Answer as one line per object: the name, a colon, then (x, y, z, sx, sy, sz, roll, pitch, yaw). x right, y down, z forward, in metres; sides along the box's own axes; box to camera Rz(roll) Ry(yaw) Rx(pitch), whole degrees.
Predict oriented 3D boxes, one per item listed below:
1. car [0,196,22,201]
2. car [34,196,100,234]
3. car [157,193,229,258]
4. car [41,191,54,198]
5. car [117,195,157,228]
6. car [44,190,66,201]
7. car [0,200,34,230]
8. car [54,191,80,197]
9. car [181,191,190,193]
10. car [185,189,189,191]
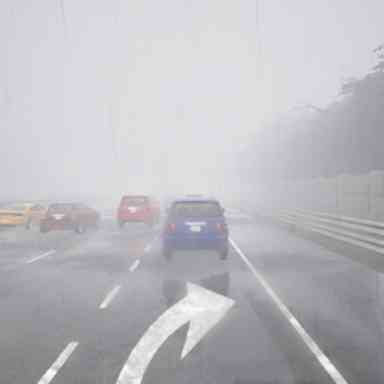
car: (-31.151, 1.332, 56.823, 1.895, 1.301, 4.718, 0, 1, 1)
car: (-6.850, 1.326, 19.177, 2.097, 1.767, 4.553, 0, 0, 0)
car: (0.125, 1.204, 12.738, 2.150, 2.045, 5.566, 0, 0, 0)
car: (-24.180, 1.090, 56.400, 2.097, 1.767, 4.553, 0, 1, 1)
car: (-3.437, 1.191, 22.141, 2.150, 2.045, 5.566, 0, 0, 0)
car: (-27.506, 0.743, 67.112, 2.150, 2.045, 5.566, 0, 1, 1)
car: (-10.342, 1.449, 20.939, 1.882, 1.535, 5.008, 0, 0, 0)
car: (-20.685, 0.962, 56.232, 2.150, 2.045, 5.566, 0, 1, 1)
car: (0.231, 1.177, 33.001, 2.150, 2.045, 5.566, 0, 0, 0)
car: (-2.622, 0.567, 90.195, 1.994, 1.385, 4.181, 0, 1, 1)
